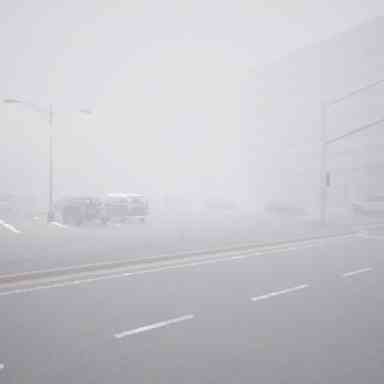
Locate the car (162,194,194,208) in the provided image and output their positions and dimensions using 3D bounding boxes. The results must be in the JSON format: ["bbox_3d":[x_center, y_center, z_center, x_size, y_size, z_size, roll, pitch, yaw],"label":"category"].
[{"bbox_3d":[-2.495,1.277,50.746,2.150,2.045,5.566,0,0,-36],"label":"car"}]

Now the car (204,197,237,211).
[{"bbox_3d":[3.599,1.407,42.168,2.097,1.767,4.553,0,0,-35],"label":"car"}]

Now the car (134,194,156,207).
[{"bbox_3d":[-8.871,1.547,66.054,2.128,1.511,4.902,0,0,-35],"label":"car"}]

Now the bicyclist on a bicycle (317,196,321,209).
[{"bbox_3d":[16.570,1.356,42.879,1.656,1.620,0.582,0,0,-35],"label":"bicyclist on a bicycle"}]

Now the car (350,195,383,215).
[{"bbox_3d":[18.525,1.279,32.686,2.150,2.045,5.566,-1,1,-34],"label":"car"}]

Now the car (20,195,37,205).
[{"bbox_3d":[-27.224,1.209,55.386,1.932,1.855,4.605,0,0,-35],"label":"car"}]

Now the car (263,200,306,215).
[{"bbox_3d":[9.356,1.581,34.107,1.812,1.442,4.674,0,0,-36],"label":"car"}]

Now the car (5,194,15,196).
[{"bbox_3d":[-29.620,1.212,53.761,1.905,1.878,3.866,0,0,-35],"label":"car"}]

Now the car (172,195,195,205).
[{"bbox_3d":[-1.573,1.407,61.855,2.097,1.767,4.553,0,0,-35],"label":"car"}]

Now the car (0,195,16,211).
[{"bbox_3d":[-21.753,1.451,37.932,1.970,1.475,3.806,0,0,-35],"label":"car"}]
